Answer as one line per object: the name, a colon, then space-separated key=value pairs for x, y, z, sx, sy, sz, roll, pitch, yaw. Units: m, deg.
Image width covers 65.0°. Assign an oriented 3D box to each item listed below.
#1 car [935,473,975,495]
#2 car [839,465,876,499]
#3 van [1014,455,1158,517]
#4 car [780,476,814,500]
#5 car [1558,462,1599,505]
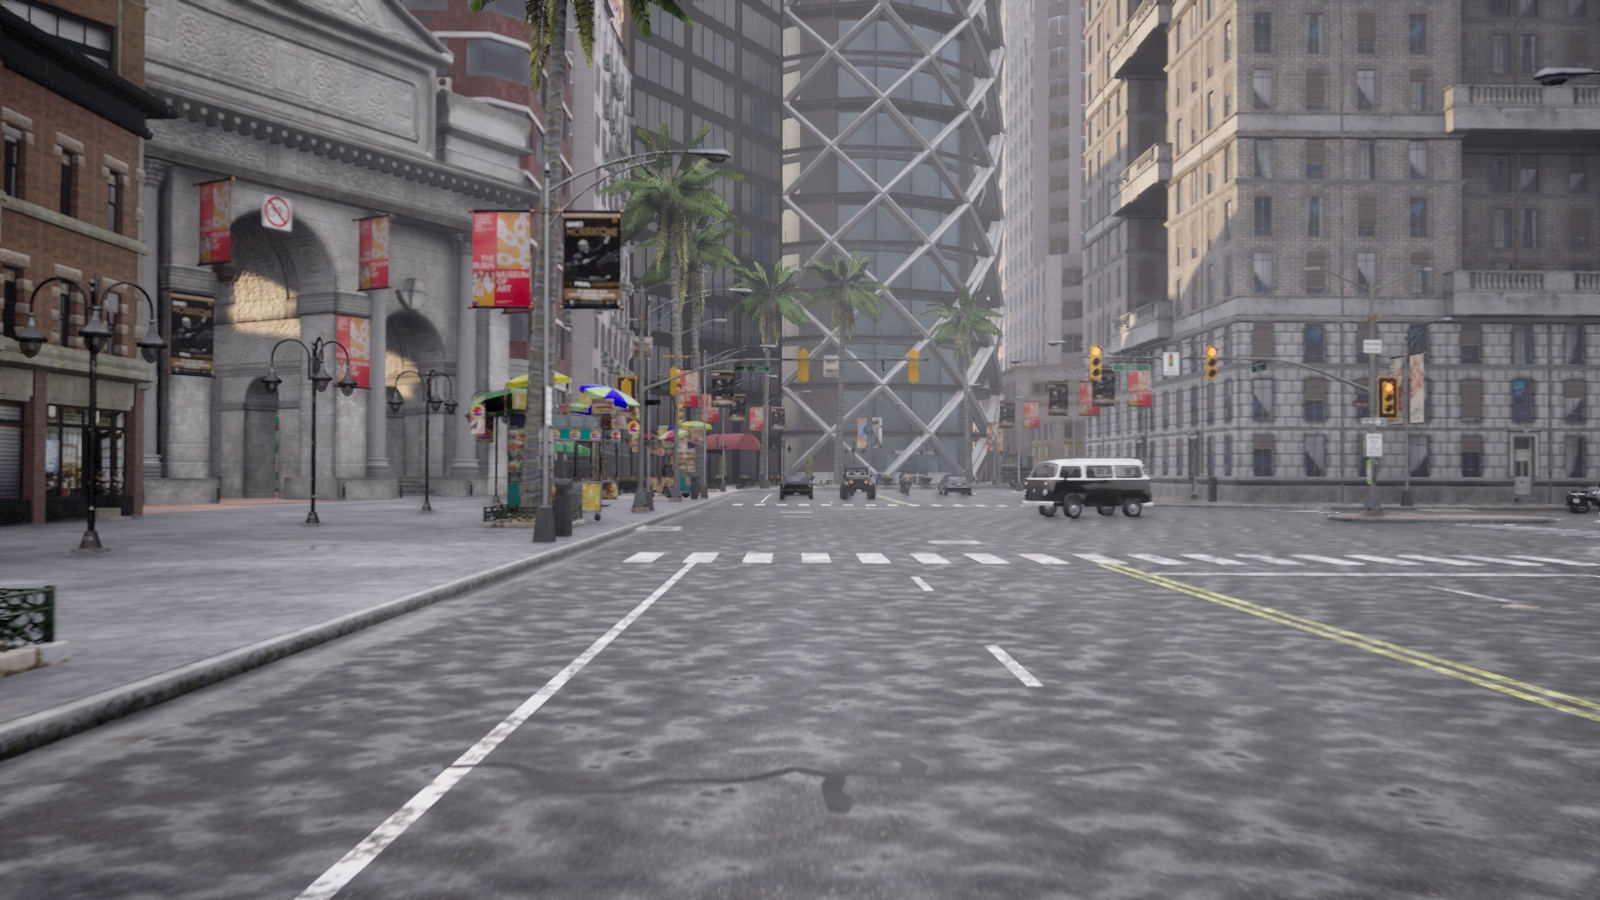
car: x=10.319 y=2.225 z=83.865 sx=2.033 sy=1.411 sz=5.357 roll=0 pitch=-1 yaw=1
car: x=3.261 y=1.793 z=71.343 sx=1.905 sy=1.878 sz=3.866 roll=0 pitch=-1 yaw=0
van: x=9.900 y=1.227 z=43.496 sx=4.480 sy=2.038 sz=2.069 roll=0 pitch=-1 yaw=-23
car: x=-0.173 y=2.102 z=70.839 sx=1.895 sy=1.301 sz=4.718 roll=0 pitch=-1 yaw=0
car: x=32.845 y=1.285 z=49.183 sx=5.027 sy=1.651 sz=2.152 roll=0 pitch=-1 yaw=-1
